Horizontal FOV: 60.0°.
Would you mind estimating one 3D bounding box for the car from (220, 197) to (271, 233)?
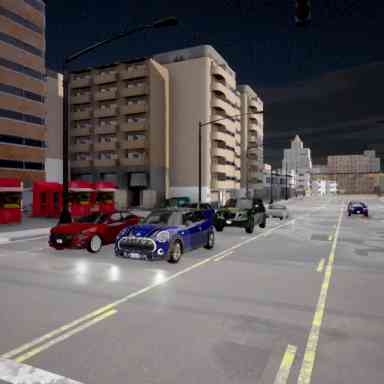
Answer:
[{"bbox_3d":[3.196,1.352,21.022,2.150,2.045,5.566,0,-1,25],"label":"car"}]

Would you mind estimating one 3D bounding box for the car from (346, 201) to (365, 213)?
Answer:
[{"bbox_3d":[22.359,1.995,45.593,2.128,1.511,4.902,0,-1,25],"label":"car"}]

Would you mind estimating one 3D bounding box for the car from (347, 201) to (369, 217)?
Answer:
[{"bbox_3d":[18.111,1.905,36.292,1.812,1.442,4.674,0,-1,26],"label":"car"}]

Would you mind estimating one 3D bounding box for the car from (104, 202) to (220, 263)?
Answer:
[{"bbox_3d":[-0.828,1.395,12.331,2.097,1.767,4.553,0,0,25],"label":"car"}]

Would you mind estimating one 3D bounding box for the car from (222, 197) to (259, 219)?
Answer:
[{"bbox_3d":[4.972,1.491,33.215,2.150,2.045,5.566,0,-1,25],"label":"car"}]

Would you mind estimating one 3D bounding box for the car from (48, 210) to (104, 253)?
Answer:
[{"bbox_3d":[-3.803,1.518,14.280,1.882,1.535,5.008,0,0,23],"label":"car"}]

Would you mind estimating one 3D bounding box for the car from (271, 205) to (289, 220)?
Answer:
[{"bbox_3d":[7.761,1.862,30.909,1.895,1.301,4.718,0,-1,25],"label":"car"}]
